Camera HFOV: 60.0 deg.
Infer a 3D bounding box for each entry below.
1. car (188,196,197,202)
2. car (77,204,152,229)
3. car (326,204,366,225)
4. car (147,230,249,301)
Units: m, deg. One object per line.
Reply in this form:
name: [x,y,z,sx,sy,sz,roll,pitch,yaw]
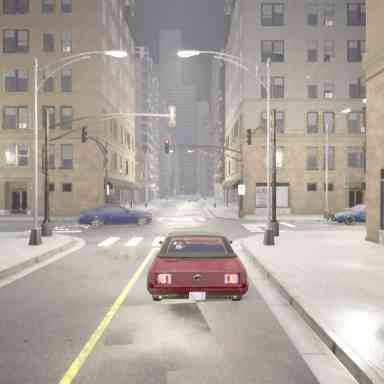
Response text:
car: [0.098,1.567,75.174,1.895,1.301,4.718,0,0,0]
car: [-4.924,1.529,21.318,4.674,1.442,1.812,0,1,-22]
car: [12.198,1.512,22.852,5.357,1.411,2.033,0,0,3]
car: [0.093,1.601,8.261,1.895,1.301,4.718,0,0,0]
